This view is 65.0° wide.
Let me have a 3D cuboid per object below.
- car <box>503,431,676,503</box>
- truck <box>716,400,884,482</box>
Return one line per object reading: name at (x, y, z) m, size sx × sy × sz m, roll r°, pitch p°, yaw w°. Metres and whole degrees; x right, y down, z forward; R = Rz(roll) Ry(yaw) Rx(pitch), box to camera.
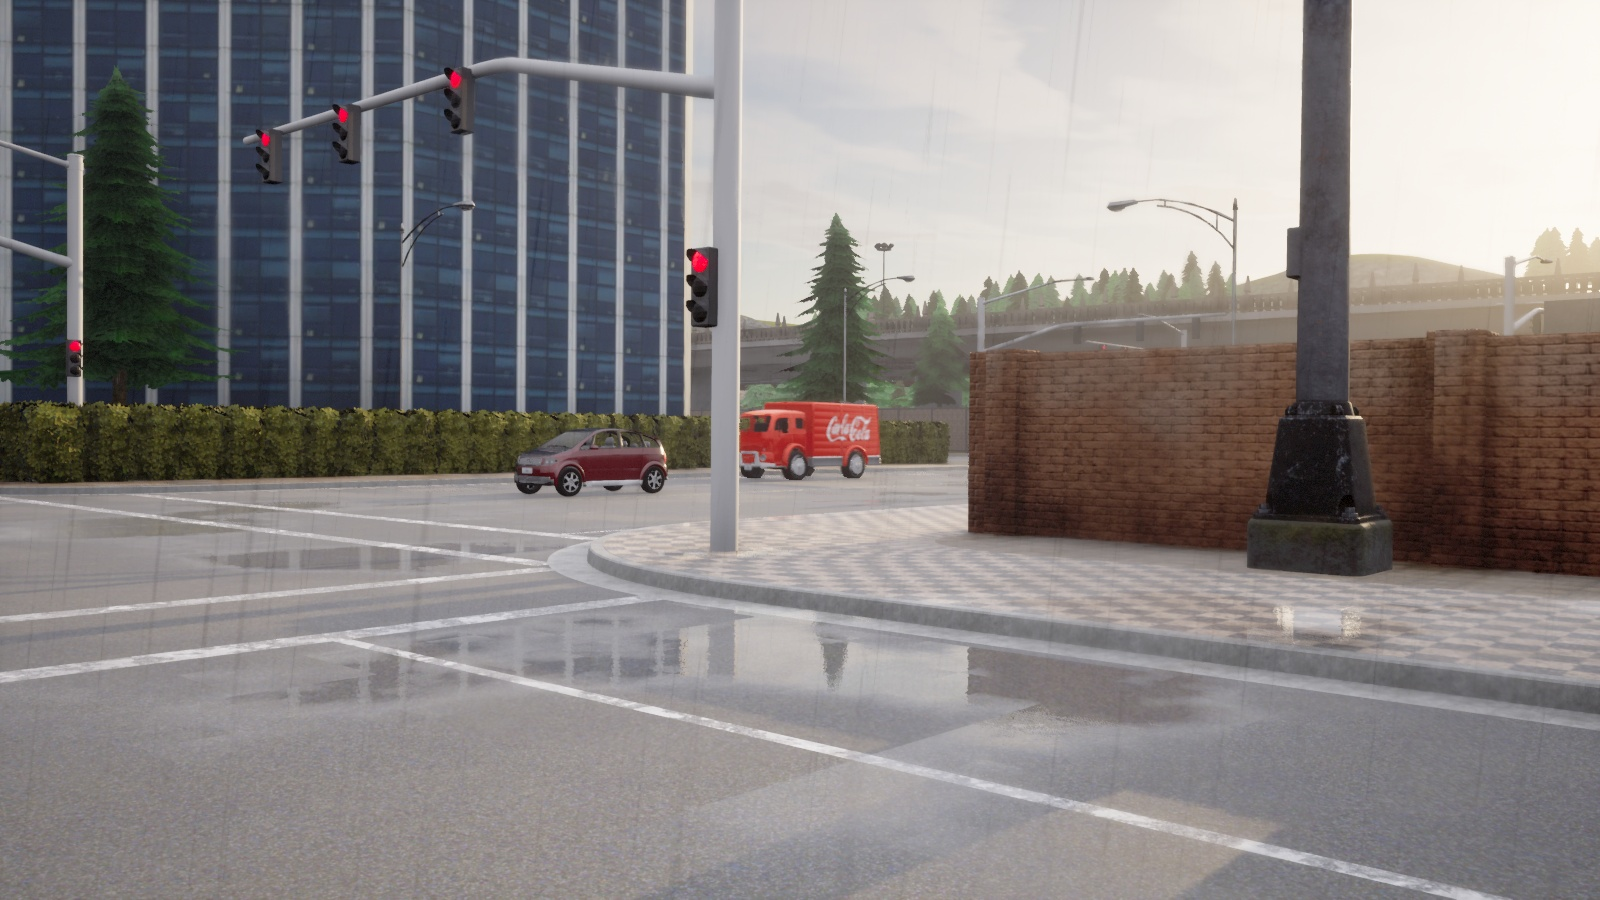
car at (-4.882, 0.352, 29.483) m, size 1.789 × 1.549 × 3.705 m, roll 0°, pitch 1°, yaw 41°
truck at (0.065, -0.308, 40.467) m, size 2.627 × 2.467 × 5.204 m, roll 0°, pitch 1°, yaw 41°
